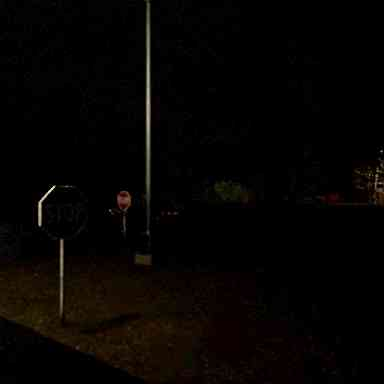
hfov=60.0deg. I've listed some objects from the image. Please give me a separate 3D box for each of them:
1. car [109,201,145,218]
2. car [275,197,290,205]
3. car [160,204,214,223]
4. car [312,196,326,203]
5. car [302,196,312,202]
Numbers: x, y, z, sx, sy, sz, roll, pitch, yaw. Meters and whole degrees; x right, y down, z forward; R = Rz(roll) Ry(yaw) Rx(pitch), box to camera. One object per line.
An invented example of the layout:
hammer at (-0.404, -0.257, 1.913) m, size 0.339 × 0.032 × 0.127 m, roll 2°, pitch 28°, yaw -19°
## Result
car at (-5.672, 1.632, 31.381) m, size 1.812 × 1.442 × 4.674 m, roll 0°, pitch 0°, yaw 34°
car at (18.144, 1.731, 66.857) m, size 2.128 × 1.511 × 4.902 m, roll 0°, pitch 0°, yaw 34°
car at (-0.302, 1.645, 26.815) m, size 2.033 × 1.411 × 5.357 m, roll 0°, pitch 0°, yaw 34°
car at (29.184, 1.711, 75.272) m, size 1.882 × 1.535 × 5.008 m, roll 0°, pitch 0°, yaw 28°
car at (28.806, 1.789, 82.735) m, size 1.994 × 1.385 × 4.181 m, roll 0°, pitch 0°, yaw 34°
